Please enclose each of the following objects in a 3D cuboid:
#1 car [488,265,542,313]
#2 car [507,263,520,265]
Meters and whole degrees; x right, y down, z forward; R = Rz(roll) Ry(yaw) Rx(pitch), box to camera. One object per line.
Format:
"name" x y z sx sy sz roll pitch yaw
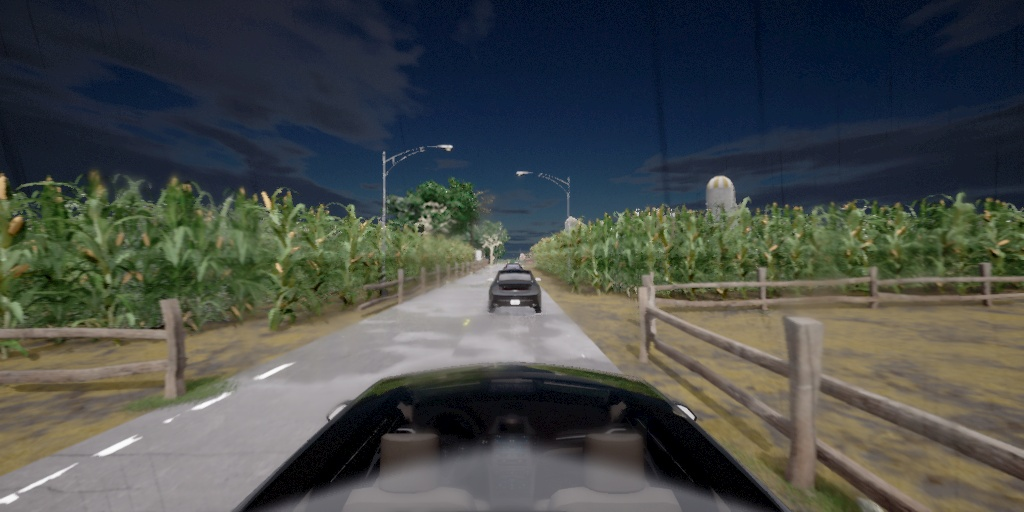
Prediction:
"car" 0.106 1.258 14.118 1.837 1.490 4.892 0 0 0
"car" 0.110 1.326 31.811 1.994 1.385 4.181 0 0 0
